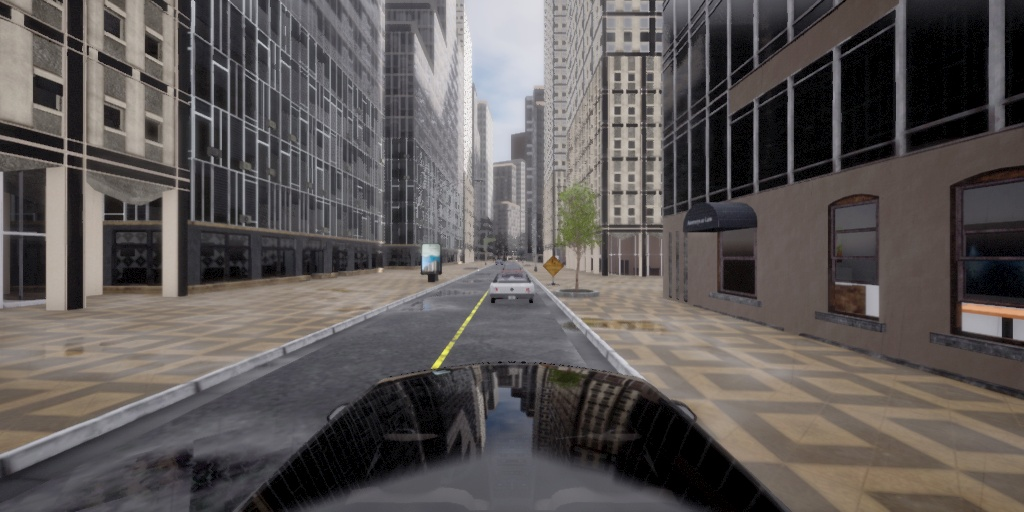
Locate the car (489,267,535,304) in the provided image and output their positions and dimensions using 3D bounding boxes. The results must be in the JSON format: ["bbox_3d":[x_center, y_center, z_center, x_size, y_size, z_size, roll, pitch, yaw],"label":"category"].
[{"bbox_3d":[0.000,1.381,16.531,1.895,1.301,4.718,0,0,0],"label":"car"}]

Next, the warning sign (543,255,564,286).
[{"bbox_3d":[2.517,0.889,21.889,1.300,1.860,1.060,0,0,0],"label":"warning sign"}]

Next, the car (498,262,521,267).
[{"bbox_3d":[0.000,1.411,31.531,1.895,1.301,4.718,0,0,0],"label":"car"}]
